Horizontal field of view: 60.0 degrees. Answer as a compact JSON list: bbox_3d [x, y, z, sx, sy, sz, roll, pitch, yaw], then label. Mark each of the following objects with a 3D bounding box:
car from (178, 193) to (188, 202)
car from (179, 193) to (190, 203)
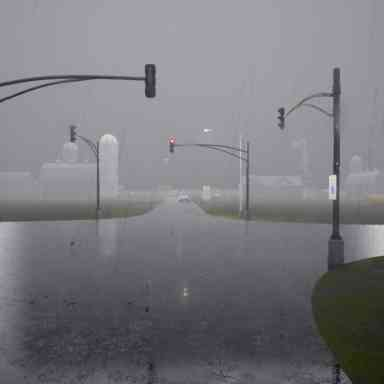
[{"bbox_3d":[-2.091,1.189,79.909,2.150,2.045,5.566,0,0,-4],"label":"car"},{"bbox_3d":[-1.508,1.553,69.874,1.812,1.442,4.674,0,0,-3],"label":"car"}]
